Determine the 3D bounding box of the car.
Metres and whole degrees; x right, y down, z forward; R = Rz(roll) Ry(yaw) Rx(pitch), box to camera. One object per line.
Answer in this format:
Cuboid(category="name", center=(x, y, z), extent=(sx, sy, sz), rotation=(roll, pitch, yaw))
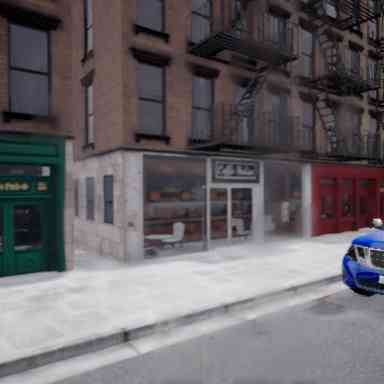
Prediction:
Cuboid(category="car", center=(5.686, 1.200, 7.436), extent=(5.566, 2.045, 2.150), rotation=(0, 0, -36))
